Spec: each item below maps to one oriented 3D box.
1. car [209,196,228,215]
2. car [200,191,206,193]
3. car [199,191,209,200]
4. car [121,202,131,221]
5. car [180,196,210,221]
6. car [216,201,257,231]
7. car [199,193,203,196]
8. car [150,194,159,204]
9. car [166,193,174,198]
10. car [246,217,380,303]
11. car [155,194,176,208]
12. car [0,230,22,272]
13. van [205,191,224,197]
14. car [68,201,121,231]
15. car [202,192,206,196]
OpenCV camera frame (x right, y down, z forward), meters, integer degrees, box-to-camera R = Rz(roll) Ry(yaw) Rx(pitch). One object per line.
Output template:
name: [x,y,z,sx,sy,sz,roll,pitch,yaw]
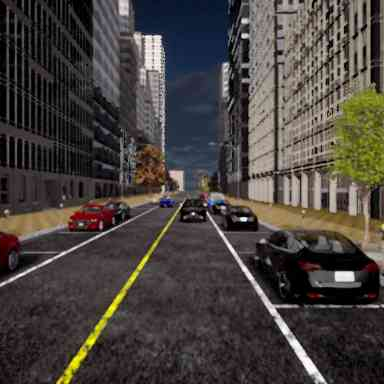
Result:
car: [2.676,1.347,30.711,1.947,1.339,4.313,0,0,0]
car: [2.660,0.829,64.862,2.192,1.841,5.009,0,0,0]
car: [2.654,0.736,76.246,2.192,1.841,5.009,0,0,0]
car: [-5.702,1.389,25.023,1.947,1.339,4.313,0,0,0]
car: [0.086,1.299,25.180,1.882,1.535,5.008,0,1,0]
car: [2.682,1.430,19.327,1.947,1.339,4.313,0,0,0]
car: [0.068,1.197,42.381,2.163,1.488,4.792,0,0,0]
car: [-5.716,1.132,53.315,1.752,1.417,4.829,0,0,0]
car: [-5.734,0.890,87.640,1.947,1.339,4.313,0,0,0]
car: [2.688,1.510,7.943,1.947,1.339,4.313,0,0,0]
car: [-3.115,1.301,41.485,1.895,1.301,4.718,0,0,0]
car: [-5.693,1.526,7.947,1.802,1.307,4.206,0,0,0]
van: [2.674,1.080,36.403,1.690,1.788,3.998,0,0,0]
car: [-5.698,1.409,19.331,1.887,1.381,4.507,0,0,0]
car: [2.671,1.136,42.095,1.967,1.590,4.097,0,0,0]
